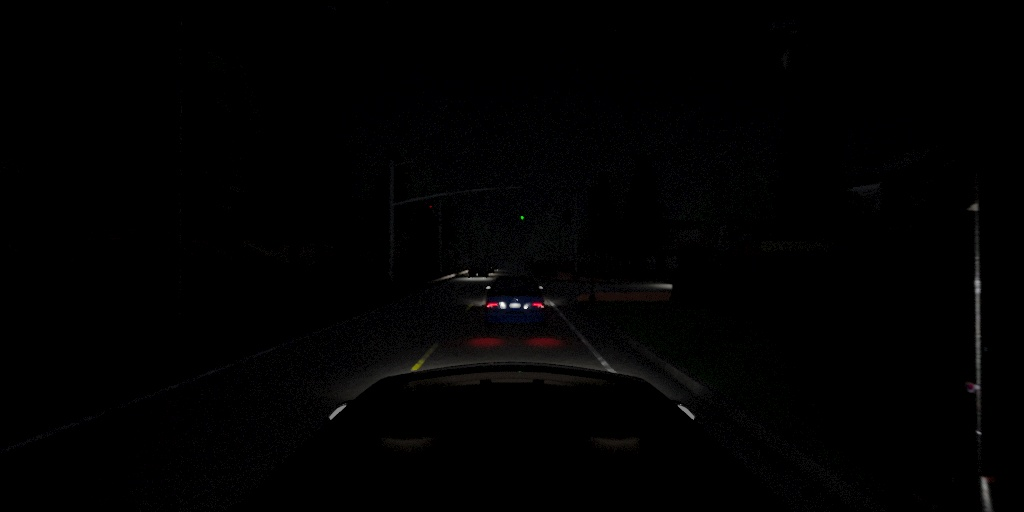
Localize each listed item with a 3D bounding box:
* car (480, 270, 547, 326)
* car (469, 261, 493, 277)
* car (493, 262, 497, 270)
[{"bbox_3d":[0.090,1.374,12.000,2.033,1.411,5.357,0,0,0],"label":"car"},{"bbox_3d":[-3.577,1.576,39.487,2.033,1.411,5.357,0,0,0],"label":"car"},{"bbox_3d":[-3.571,1.454,49.333,2.097,1.767,4.553,0,0,0],"label":"car"}]
